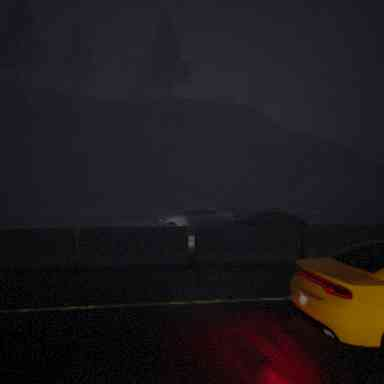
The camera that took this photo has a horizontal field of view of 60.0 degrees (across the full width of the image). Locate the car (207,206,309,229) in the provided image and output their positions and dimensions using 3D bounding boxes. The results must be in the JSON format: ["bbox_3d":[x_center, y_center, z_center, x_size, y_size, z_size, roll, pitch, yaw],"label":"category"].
[{"bbox_3d":[3.301,1.577,16.045,4.674,1.442,1.812,0,0,-6],"label":"car"}]

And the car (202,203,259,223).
[{"bbox_3d":[2.973,1.644,26.544,4.181,1.385,1.994,0,0,-6],"label":"car"}]

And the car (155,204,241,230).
[{"bbox_3d":[0.201,1.579,19.202,4.674,1.442,1.812,0,0,-7],"label":"car"}]

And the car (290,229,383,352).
[{"bbox_3d":[4.156,1.501,5.390,5.008,1.535,1.882,0,0,-7],"label":"car"}]

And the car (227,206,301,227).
[{"bbox_3d":[4.945,1.676,23.271,4.718,1.301,1.895,0,0,-5],"label":"car"}]
